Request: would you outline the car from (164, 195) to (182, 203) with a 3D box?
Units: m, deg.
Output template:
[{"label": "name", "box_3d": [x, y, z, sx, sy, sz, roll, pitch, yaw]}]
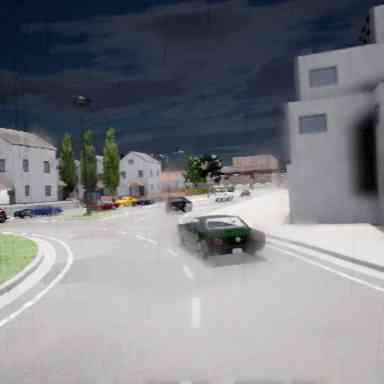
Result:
[{"label": "car", "box_3d": [-3.681, 1.307, 65.072, 1.895, 1.301, 4.718, -3, 0, 19]}]

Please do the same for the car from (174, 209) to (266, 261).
[{"label": "car", "box_3d": [0.777, 1.468, 11.968, 1.895, 1.301, 4.718, -3, 0, -15]}]

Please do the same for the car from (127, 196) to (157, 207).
[{"label": "car", "box_3d": [-7.823, 1.617, 52.869, 1.895, 1.301, 4.718, -3, 0, 19]}]

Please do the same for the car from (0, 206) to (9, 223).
[{"label": "car", "box_3d": [-19.739, 2.162, 30.877, 2.097, 1.767, 4.553, -3, 1, 42]}]

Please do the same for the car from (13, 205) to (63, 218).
[{"label": "car", "box_3d": [-17.808, 2.196, 38.744, 2.033, 1.411, 5.357, -3, 1, 33]}]

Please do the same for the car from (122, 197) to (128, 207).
[{"label": "car", "box_3d": [-10.905, 1.643, 54.681, 1.882, 1.535, 5.008, -3, 0, 19]}]

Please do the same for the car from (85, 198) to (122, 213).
[{"label": "car", "box_3d": [-11.587, 1.889, 43.109, 1.895, 1.301, 4.718, -3, 0, 24]}]

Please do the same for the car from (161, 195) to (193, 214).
[{"label": "car", "box_3d": [-1.224, 1.288, 33.726, 1.882, 1.535, 5.008, -3, 0, 12]}]

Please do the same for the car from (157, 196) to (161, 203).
[{"label": "car", "box_3d": [-7.119, 1.445, 65.821, 1.994, 1.385, 4.181, -3, 0, 19]}]

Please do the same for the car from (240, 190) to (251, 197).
[{"label": "car", "box_3d": [12.394, 0.293, 76.875, 1.812, 1.442, 4.674, -3, 0, 19]}]

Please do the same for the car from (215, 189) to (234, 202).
[{"label": "car", "box_3d": [5.457, 0.513, 55.931, 2.150, 2.045, 5.566, -3, 0, 19]}]
